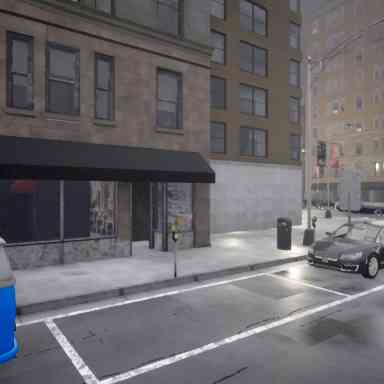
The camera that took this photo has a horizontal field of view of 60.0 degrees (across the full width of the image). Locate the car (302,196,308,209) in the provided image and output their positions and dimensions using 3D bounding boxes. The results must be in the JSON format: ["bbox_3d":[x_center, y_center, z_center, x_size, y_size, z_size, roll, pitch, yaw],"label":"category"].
[{"bbox_3d":[10.514,1.432,38.895,2.033,1.411,5.357,0,0,-36],"label":"car"}]

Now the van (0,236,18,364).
[{"bbox_3d":[-3.958,1.341,3.364,3.998,1.788,1.690,0,0,-36],"label":"van"}]

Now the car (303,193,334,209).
[{"bbox_3d":[15.624,1.105,43.264,2.150,2.045,5.566,0,0,-36],"label":"car"}]

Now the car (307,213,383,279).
[{"bbox_3d":[5.252,1.551,9.951,4.403,1.369,2.008,0,0,-36],"label":"car"}]

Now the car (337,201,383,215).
[{"bbox_3d":[16.193,1.531,31.028,1.895,1.301,4.718,0,0,-36],"label":"car"}]
